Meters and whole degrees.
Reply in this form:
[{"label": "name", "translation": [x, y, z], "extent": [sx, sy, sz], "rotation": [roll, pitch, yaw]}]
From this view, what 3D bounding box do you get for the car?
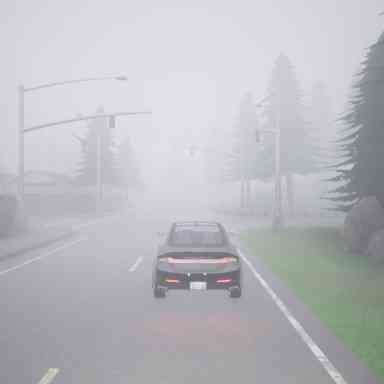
[{"label": "car", "translation": [0.118, 1.491, 8.487], "extent": [2.128, 1.511, 4.902], "rotation": [0, 0, 0]}]
